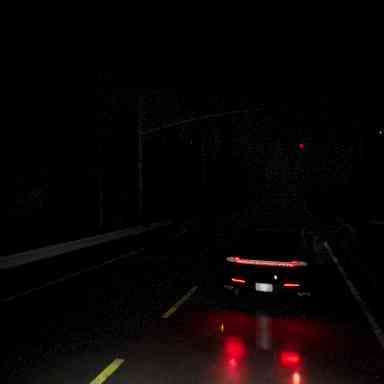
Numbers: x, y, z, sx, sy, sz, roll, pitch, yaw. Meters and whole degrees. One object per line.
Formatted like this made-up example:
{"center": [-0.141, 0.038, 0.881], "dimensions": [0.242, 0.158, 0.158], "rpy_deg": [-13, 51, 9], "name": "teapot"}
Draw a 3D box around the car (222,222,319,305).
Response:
{"center": [2.050, 1.490, 8.245], "dimensions": [2.128, 1.511, 4.902], "rpy_deg": [0, 0, 18], "name": "car"}
